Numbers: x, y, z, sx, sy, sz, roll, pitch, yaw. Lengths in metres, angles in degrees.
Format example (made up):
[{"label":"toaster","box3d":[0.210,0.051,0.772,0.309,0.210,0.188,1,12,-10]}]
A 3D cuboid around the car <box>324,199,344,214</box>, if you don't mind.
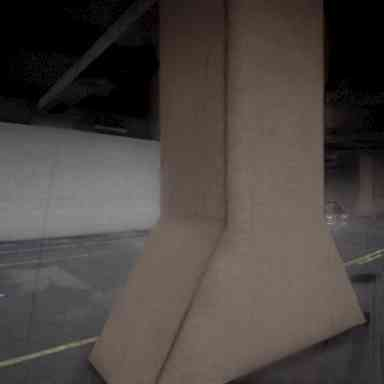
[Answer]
[{"label":"car","box3d":[15.055,1.572,36.980,1.882,1.535,5.008,0,0,-1]}]
